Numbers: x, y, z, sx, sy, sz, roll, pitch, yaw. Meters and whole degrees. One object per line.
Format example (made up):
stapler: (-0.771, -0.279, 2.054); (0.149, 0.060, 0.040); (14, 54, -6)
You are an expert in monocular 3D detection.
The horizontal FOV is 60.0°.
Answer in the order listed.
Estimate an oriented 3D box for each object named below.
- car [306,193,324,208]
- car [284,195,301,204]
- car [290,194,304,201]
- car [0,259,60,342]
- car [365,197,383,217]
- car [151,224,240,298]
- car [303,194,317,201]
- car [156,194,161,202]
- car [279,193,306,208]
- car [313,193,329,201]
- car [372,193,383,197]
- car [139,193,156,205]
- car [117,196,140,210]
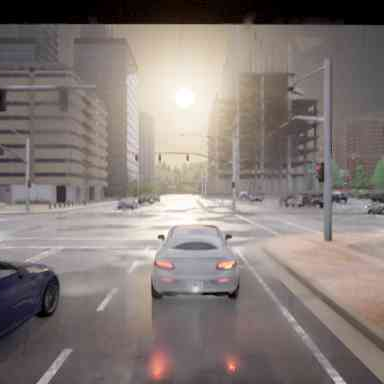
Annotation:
car: (15.973, 1.119, 44.346); (1.905, 1.878, 3.866); (0, 0, 0)
car: (18.601, 1.344, 61.825); (1.970, 1.475, 3.806); (0, 0, 0)
car: (24.301, 1.332, 76.953); (1.970, 1.475, 3.806); (0, 0, 0)
car: (-3.441, 1.522, 4.473); (1.812, 1.442, 4.674); (0, 0, 0)
car: (18.340, 1.466, 30.091); (4.902, 1.511, 2.128); (0, 0, 1)
car: (0.073, 1.519, 8.346); (1.812, 1.442, 4.674); (0, 0, 0)
car: (27.196, 1.300, 76.965); (1.784, 1.438, 3.905); (0, 0, 0)
car: (-8.211, 1.287, 74.393); (2.097, 1.767, 4.553); (0, 0, 0)
car: (13.079, 1.117, 44.388); (1.932, 1.855, 4.605); (0, 0, 0)
car: (29.879, 1.090, 77.027); (1.932, 1.855, 4.605); (0, 0, 0)
car: (35.497, 1.102, 61.991); (1.932, 1.855, 4.605); (0, 0, 0)
car: (-8.149, 1.175, 59.083); (2.150, 2.045, 5.566); (0, 0, 0)
car: (-8.026, 1.492, 41.443); (1.812, 1.442, 4.674); (0, 0, -1)
